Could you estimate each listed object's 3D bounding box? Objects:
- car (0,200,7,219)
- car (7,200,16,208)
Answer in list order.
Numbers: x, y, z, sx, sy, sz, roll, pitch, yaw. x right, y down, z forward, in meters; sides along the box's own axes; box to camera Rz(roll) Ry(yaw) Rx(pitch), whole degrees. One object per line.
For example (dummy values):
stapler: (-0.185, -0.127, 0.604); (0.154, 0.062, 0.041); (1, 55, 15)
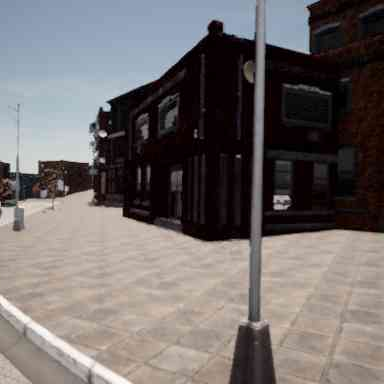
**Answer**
car: (-17.813, 1.527, 28.575); (2.097, 1.767, 4.553); (1, -1, -19)
car: (-31.105, 1.972, 56.651); (1.895, 1.301, 4.718); (1, -1, -18)
